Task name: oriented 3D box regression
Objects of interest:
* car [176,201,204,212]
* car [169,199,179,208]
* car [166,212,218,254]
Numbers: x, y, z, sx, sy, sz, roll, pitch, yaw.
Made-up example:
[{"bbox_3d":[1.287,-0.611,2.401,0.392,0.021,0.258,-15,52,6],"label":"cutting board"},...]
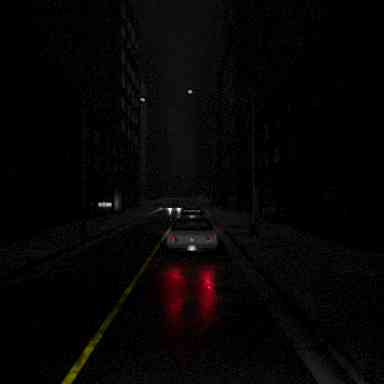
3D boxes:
[{"bbox_3d":[0.006,1.792,29.299,2.128,1.511,4.902,0,0,0],"label":"car"},{"bbox_3d":[-2.999,2.113,59.440,1.837,1.490,4.892,0,-1,0],"label":"car"},{"bbox_3d":[0.003,1.741,14.102,1.895,1.301,4.718,0,-1,0],"label":"car"}]
